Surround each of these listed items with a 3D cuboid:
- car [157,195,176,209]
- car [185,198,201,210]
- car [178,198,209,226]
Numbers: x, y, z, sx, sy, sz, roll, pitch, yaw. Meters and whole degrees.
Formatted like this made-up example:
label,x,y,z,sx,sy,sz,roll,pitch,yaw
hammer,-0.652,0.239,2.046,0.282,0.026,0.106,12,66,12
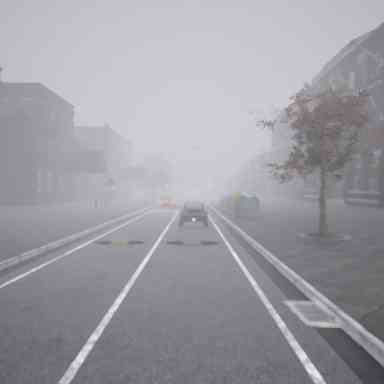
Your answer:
label,x,y,z,sx,sy,sz,roll,pitch,yaw
car,-3.068,1.196,41.232,2.097,1.767,4.553,0,0,0
car,0.119,1.445,42.055,1.895,1.301,4.718,0,0,0
car,0.109,1.421,22.801,1.837,1.490,4.892,0,0,0
